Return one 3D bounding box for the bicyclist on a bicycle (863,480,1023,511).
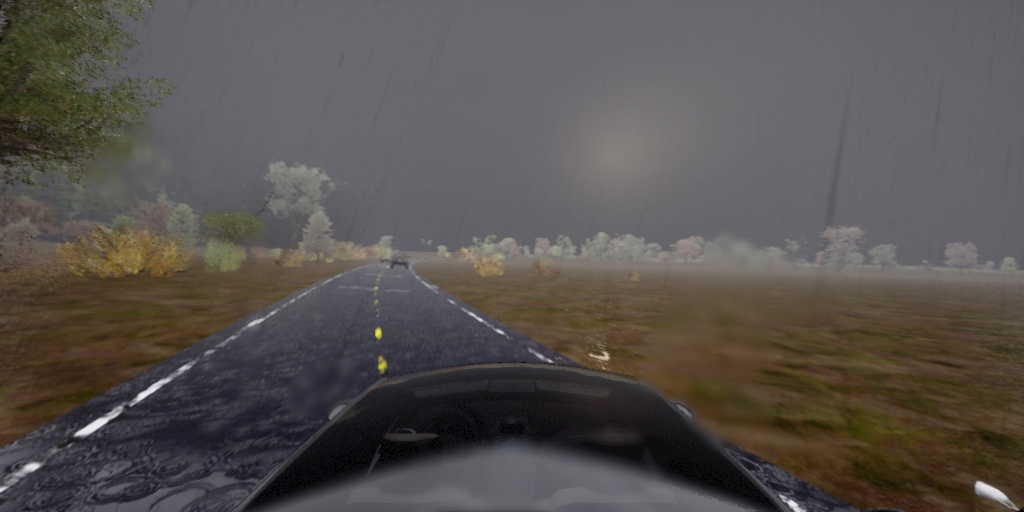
[{"bbox_3d":[2.375,1.201,1.325,0.659,1.776,1.843,2,0,-23],"label":"bicyclist on a bicycle"}]

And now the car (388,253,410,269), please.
[{"bbox_3d":[-14.940,0.564,47.924,2.150,2.045,5.566,2,0,-16],"label":"car"}]
